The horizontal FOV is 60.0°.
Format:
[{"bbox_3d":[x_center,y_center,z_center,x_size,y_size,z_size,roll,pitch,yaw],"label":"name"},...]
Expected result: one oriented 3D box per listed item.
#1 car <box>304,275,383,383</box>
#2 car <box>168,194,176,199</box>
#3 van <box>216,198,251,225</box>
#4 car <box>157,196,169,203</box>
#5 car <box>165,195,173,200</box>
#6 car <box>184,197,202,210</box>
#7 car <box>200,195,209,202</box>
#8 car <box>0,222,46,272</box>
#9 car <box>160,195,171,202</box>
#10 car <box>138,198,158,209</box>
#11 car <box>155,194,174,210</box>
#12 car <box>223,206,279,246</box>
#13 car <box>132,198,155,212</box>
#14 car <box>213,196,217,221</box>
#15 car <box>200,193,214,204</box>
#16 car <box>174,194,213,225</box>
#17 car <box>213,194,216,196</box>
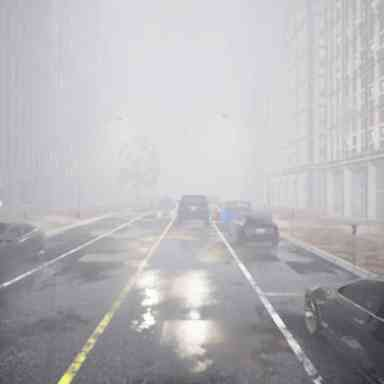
[{"bbox_3d":[2.691,1.562,3.690,1.947,1.339,4.313,0,0,0],"label":"car"},{"bbox_3d":[-5.705,1.341,94.776,2.008,1.369,4.403,0,0,0],"label":"car"},{"bbox_3d":[2.689,1.312,20.768,1.690,1.788,3.998,0,0,0],"label":"van"},{"bbox_3d":[-5.700,1.422,66.315,2.008,1.369,4.403,0,0,0],"label":"car"},{"bbox_3d":[-5.703,1.406,83.390,1.802,1.307,4.206,0,0,0],"label":"car"},{"bbox_3d":[0.091,1.420,41.898,2.128,1.511,4.902,0,0,0],"label":"car"},{"bbox_3d":[2.680,1.382,72.166,1.752,1.417,4.829,0,0,0],"label":"car"},{"bbox_3d":[-5.691,1.554,9.389,1.947,1.339,4.313,0,0,0],"label":"car"},{"bbox_3d":[-5.701,1.422,72.007,1.947,1.339,4.313,0,0,0],"label":"car"},{"bbox_3d":[-5.696,1.476,43.546,2.008,1.369,4.403,0,0,0],"label":"car"},{"bbox_3d":[-3.100,1.407,41.433,1.882,1.535,5.008,0,0,0],"label":"car"},{"bbox_3d":[2.689,1.546,15.074,1.947,1.339,4.313,0,0,0],"label":"car"},{"bbox_3d":[-5.695,1.463,37.682,1.752,1.417,4.829,0,0,0],"label":"car"},{"bbox_3d":[2.688,1.401,26.459,1.967,1.590,4.097,0,0,0],"label":"car"},{"bbox_3d":[2.683,1.201,60.612,2.192,1.841,5.009,0,0,0],"label":"car"},{"bbox_3d":[0.101,1.186,23.849,2.150,2.045,5.566,0,0,0],"label":"car"},{"bbox_3d":[2.685,1.228,49.227,2.192,1.841,5.009,0,0,0],"label":"car"}]
